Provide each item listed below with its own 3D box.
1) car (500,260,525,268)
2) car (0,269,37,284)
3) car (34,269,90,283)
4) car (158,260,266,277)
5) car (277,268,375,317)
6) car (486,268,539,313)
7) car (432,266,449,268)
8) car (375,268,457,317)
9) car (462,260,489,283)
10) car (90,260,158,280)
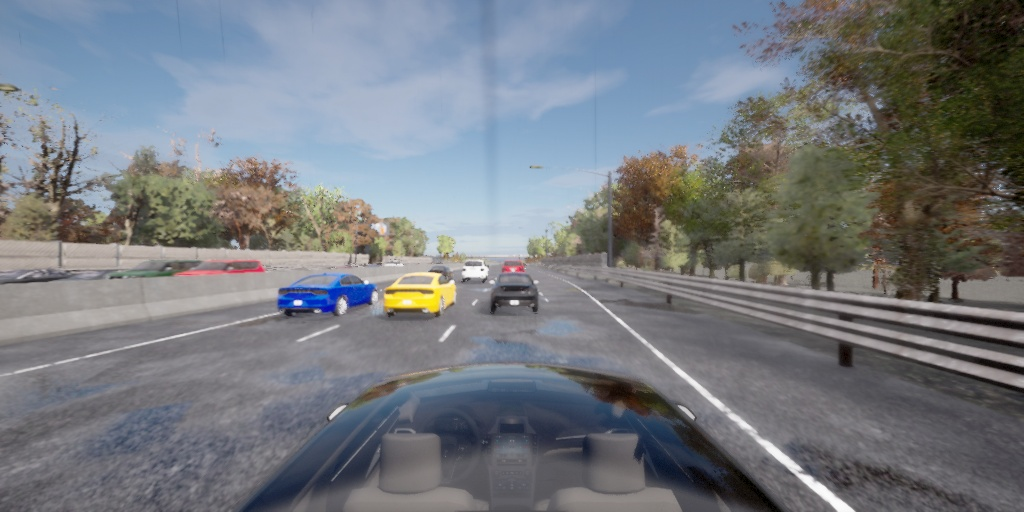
[{"bbox_3d":[0.094,1.412,34.070,2.150,2.045,5.566,0,-1,0],"label":"car"},{"bbox_3d":[-27.647,1.491,20.453,2.128,1.511,4.902,0,-1,-2],"label":"car"},{"bbox_3d":[-24.602,1.577,21.407,1.994,1.385,4.181,0,-1,0],"label":"car"},{"bbox_3d":[-17.604,1.241,21.857,2.150,2.045,5.566,0,-1,0],"label":"car"},{"bbox_3d":[-6.904,1.391,14.052,1.882,1.535,5.008,0,-1,0],"label":"car"},{"bbox_3d":[0.096,1.433,15.120,1.837,1.490,4.892,0,-1,0],"label":"car"},{"bbox_3d":[-6.905,1.708,35.008,1.837,1.490,4.892,0,-1,0],"label":"car"},{"bbox_3d":[-3.404,1.392,14.134,1.882,1.535,5.008,0,-1,0],"label":"car"},{"bbox_3d":[-3.407,1.411,34.009,2.150,2.045,5.566,0,-1,0],"label":"car"},{"bbox_3d":[-21.103,1.239,21.728,2.150,2.045,5.566,0,-1,0],"label":"car"}]
